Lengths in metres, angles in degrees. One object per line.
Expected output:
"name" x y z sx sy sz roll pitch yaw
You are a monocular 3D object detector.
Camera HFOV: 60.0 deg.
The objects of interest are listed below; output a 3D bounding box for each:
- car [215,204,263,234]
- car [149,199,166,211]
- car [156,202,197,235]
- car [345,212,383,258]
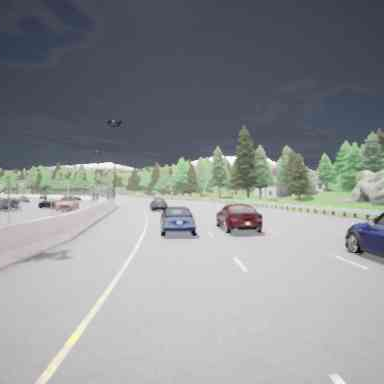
"car" 2.574 1.425 19.154 1.882 1.535 5.008 0 0 -5
"car" -3.974 1.491 39.443 1.994 1.385 4.181 0 0 -11
"car" -0.842 1.509 18.500 2.033 1.411 5.357 0 0 -6
"car" 6.729 1.302 10.338 2.097 1.767 4.553 0 0 -3
